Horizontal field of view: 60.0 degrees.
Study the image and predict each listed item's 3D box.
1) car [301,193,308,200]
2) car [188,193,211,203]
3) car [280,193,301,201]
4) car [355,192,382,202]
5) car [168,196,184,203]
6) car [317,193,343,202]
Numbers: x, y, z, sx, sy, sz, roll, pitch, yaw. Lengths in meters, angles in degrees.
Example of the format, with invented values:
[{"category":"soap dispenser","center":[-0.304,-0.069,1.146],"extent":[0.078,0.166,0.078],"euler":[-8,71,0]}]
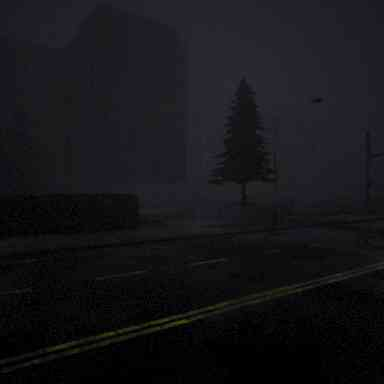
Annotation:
[{"category":"car","center":[28.638,1.362,90.588],"extent":[1.784,1.438,3.905],"euler":[0,0,-36]},{"category":"car","center":[1.451,1.218,67.693],"extent":[2.150,2.045,5.566],"euler":[0,0,-35]},{"category":"car","center":[26.279,1.393,88.910],"extent":[1.970,1.475,3.806],"euler":[0,0,-36]},{"category":"car","center":[44.053,1.151,83.138],"extent":[1.932,1.855,4.605],"euler":[0,0,-36]},{"category":"car","center":[-3.431,1.558,68.509],"extent":[1.812,1.442,4.674],"euler":[0,0,-36]},{"category":"car","center":[30.342,1.393,73.262],"extent":[1.970,1.475,3.806],"euler":[0,0,-36]}]
